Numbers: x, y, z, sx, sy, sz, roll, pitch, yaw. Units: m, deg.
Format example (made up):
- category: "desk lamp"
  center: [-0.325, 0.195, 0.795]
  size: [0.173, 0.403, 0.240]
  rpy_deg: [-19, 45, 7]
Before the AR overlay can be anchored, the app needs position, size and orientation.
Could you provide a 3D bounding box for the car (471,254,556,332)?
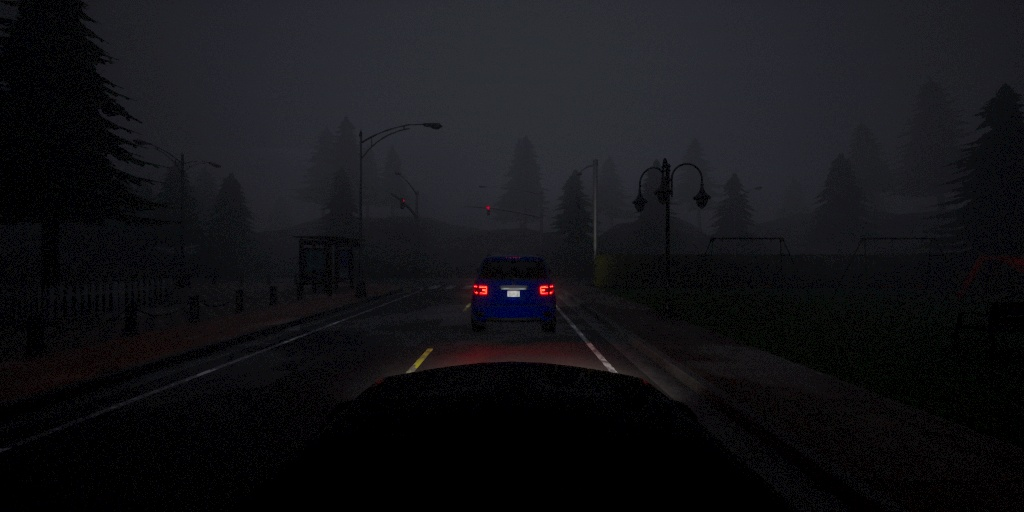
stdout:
- category: "car"
  center: [0.057, 0.971, 10.993]
  size: [2.150, 2.045, 5.566]
  rpy_deg: [0, 0, 0]
